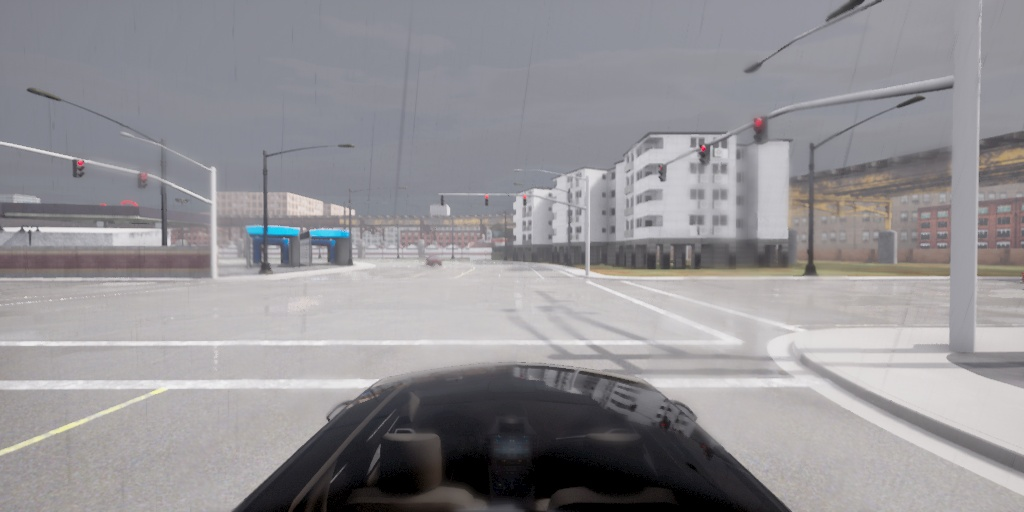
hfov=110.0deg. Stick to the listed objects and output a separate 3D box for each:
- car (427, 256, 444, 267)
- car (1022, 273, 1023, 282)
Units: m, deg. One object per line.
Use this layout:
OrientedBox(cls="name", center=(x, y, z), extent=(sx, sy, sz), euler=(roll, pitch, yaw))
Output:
OrientedBox(cls="car", center=(-10.752, 0.748, 49.964), extent=(1.882, 1.535, 5.008), euler=(0, 2, -19))
OrientedBox(cls="car", center=(31.512, 0.833, 19.419), extent=(5.566, 2.045, 2.150), euler=(0, 1, -1))
